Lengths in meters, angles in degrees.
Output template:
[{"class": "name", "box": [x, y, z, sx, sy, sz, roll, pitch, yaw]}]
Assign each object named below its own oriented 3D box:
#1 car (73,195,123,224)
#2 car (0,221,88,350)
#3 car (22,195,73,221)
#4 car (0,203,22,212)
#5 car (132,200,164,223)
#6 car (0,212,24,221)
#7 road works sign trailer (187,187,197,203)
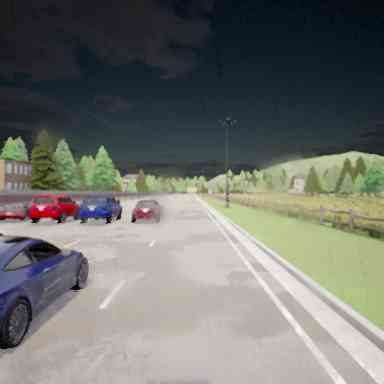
[{"class": "car", "box": [-6.892, 1.260, 25.598, 2.150, 2.045, 5.566, 0, 0, 0]}, {"class": "car", "box": [-3.417, 1.535, 6.126, 1.812, 1.442, 4.674, 0, 0, 0]}, {"class": "car", "box": [-10.393, 1.260, 25.595, 2.150, 2.045, 5.566, 0, 0, 0]}, {"class": "car", "box": [-13.892, 1.605, 27.318, 1.994, 1.385, 4.181, 0, 0, 0]}, {"class": "car", "box": [-3.394, 1.391, 26.360, 2.097, 1.767, 4.553, 0, 0, 0]}, {"class": "car", "box": [-6.907, 1.505, 8.929, 2.128, 1.511, 4.902, 0, 0, 0]}, {"class": "road works sign trailer", "box": [0.038, 0.576, 75.472, 2.380, 3.560, 2.880, 0, 0, 0]}]
